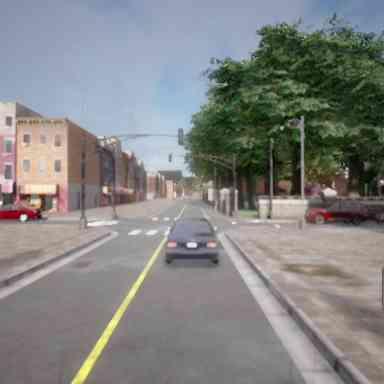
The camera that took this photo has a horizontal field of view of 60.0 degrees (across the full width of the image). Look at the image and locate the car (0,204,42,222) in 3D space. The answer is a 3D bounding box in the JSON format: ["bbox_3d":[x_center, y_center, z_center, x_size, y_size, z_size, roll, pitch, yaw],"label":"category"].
[{"bbox_3d":[-14.713,1.673,27.346,4.507,1.381,1.887,1,-1,0],"label":"car"}]

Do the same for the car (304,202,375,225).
[{"bbox_3d":[11.718,1.727,27.261,5.009,1.841,2.192,1,-1,0],"label":"car"}]

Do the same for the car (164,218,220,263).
[{"bbox_3d":[0.009,1.670,12.528,2.033,1.411,5.357,0,-1,0],"label":"car"}]

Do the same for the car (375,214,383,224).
[{"bbox_3d":[17.164,2.057,27.237,4.206,1.307,1.802,1,-1,0],"label":"car"}]
